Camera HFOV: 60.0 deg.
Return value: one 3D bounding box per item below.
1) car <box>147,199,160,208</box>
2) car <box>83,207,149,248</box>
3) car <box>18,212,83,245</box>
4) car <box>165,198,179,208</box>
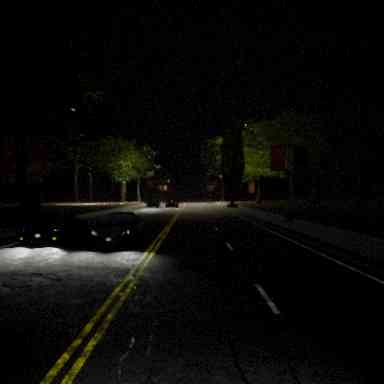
[{"bbox_3d":[-6.574,1.963,56.779,2.128,1.511,4.902,0,-1,0],"label":"car"},{"bbox_3d":[-3.353,1.650,15.661,1.812,1.442,4.674,0,0,0],"label":"car"},{"bbox_3d":[-6.603,1.693,16.222,1.994,1.385,4.181,0,0,0],"label":"car"},{"bbox_3d":[-3.325,1.816,56.080,2.097,1.767,4.553,0,-1,0],"label":"car"}]
